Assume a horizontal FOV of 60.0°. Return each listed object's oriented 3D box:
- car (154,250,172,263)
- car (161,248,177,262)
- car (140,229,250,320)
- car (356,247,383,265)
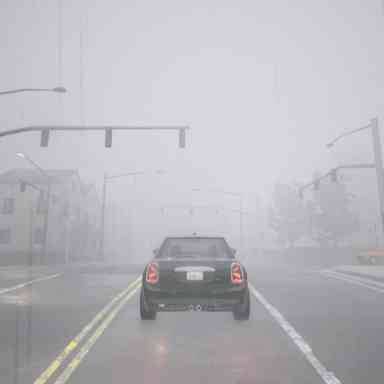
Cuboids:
[{"bbox_3d":[-3.638,8.223,42.400,1.882,1.535,5.008,0,-12,0],"label":"car"},{"bbox_3d":[-3.648,10.329,54.272,2.150,2.045,5.566,0,-11,0],"label":"car"},{"bbox_3d":[0.062,1.805,8.224,2.097,1.767,4.553,0,-7,0],"label":"car"},{"bbox_3d":[16.468,5.357,28.058,5.008,1.535,1.882,0,-11,1],"label":"car"}]
